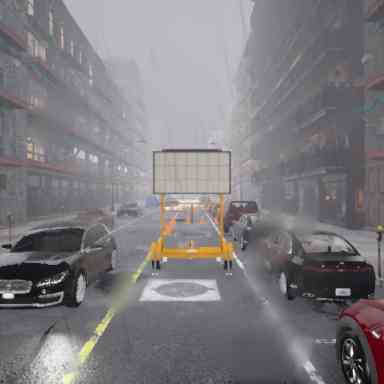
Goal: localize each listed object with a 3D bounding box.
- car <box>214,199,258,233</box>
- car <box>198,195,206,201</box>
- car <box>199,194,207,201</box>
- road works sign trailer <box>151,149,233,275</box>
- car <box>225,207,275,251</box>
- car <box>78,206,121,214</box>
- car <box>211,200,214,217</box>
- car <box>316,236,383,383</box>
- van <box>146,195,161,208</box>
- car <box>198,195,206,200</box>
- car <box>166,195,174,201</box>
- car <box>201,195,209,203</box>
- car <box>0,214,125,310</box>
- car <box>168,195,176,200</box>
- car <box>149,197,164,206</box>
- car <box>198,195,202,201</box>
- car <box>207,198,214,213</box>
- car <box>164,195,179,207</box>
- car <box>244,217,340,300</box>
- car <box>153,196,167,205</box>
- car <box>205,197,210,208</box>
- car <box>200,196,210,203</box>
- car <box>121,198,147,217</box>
[{"bbox_3d":[2.705,1.315,19.461,2.192,1.841,5.009,1,0,0],"label":"car"},{"bbox_3d":[2.705,1.497,87.511,1.887,1.381,4.507,1,0,0],"label":"car"},{"bbox_3d":[2.706,1.399,81.839,1.967,1.590,4.097,1,0,0],"label":"car"},{"bbox_3d":[0.000,0.465,10.397,2.380,3.560,2.880,0,0,0],"label":"road works sign trailer"},{"bbox_3d":[2.701,1.552,13.789,2.008,1.369,4.403,1,0,0],"label":"car"},{"bbox_3d":[-5.679,1.582,19.518,1.802,1.307,4.206,1,0,0],"label":"car"},{"bbox_3d":[2.702,1.524,25.302,1.752,1.417,4.829,1,0,0],"label":"car"},{"bbox_3d":[2.702,1.441,2.448,1.967,1.590,4.097,1,0,0],"label":"car"},{"bbox_3d":[-5.674,1.330,47.876,1.690,1.788,3.998,1,0,0],"label":"van"},{"bbox_3d":[2.706,1.496,93.181,2.008,1.369,4.403,1,0,0],"label":"car"},{"bbox_3d":[-5.674,1.478,87.406,1.752,1.417,4.829,1,0,0],"label":"car"},{"bbox_3d":[2.704,1.514,47.985,1.752,1.417,4.829,1,0,0],"label":"car"},{"bbox_3d":[-3.099,1.507,8.040,1.837,1.490,4.892,0,0,0],"label":"car"},{"bbox_3d":[-5.674,1.496,93.247,2.008,1.369,4.403,1,0,0],"label":"car"},{"bbox_3d":[-5.677,1.530,53.547,1.887,1.381,4.507,1,0,0],"label":"car"},{"bbox_3d":[2.706,1.417,64.828,1.967,1.590,4.097,1,0,0],"label":"car"},{"bbox_3d":[2.702,1.541,30.802,1.887,1.381,4.507,1,0,0],"label":"car"},{"bbox_3d":[-3.092,1.551,50.881,1.994,1.385,4.181,0,0,0],"label":"car"},{"bbox_3d":[2.701,1.552,8.119,2.008,1.369,4.403,1,0,0],"label":"car"},{"bbox_3d":[-5.676,1.532,59.219,2.008,1.369,4.403,1,0,0],"label":"car"},{"bbox_3d":[2.703,1.539,36.473,1.887,1.381,4.507,1,0,0],"label":"car"},{"bbox_3d":[2.706,1.553,70.500,1.802,1.307,4.206,1,0,0],"label":"car"},{"bbox_3d":[-5.678,1.562,30.862,1.947,1.339,4.313,1,0,0],"label":"car"}]
